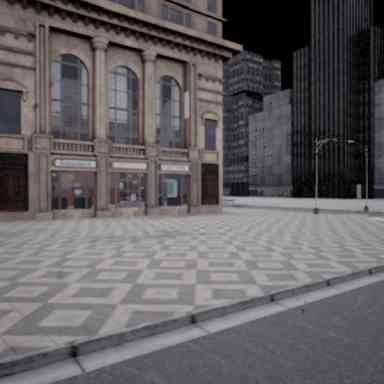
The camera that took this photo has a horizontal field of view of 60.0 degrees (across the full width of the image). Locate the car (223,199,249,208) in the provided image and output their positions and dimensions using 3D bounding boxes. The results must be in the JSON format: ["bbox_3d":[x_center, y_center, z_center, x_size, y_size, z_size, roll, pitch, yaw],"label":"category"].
[{"bbox_3d":[5.945,1.622,47.488,1.895,1.301,4.718,0,0,-34],"label":"car"}]
